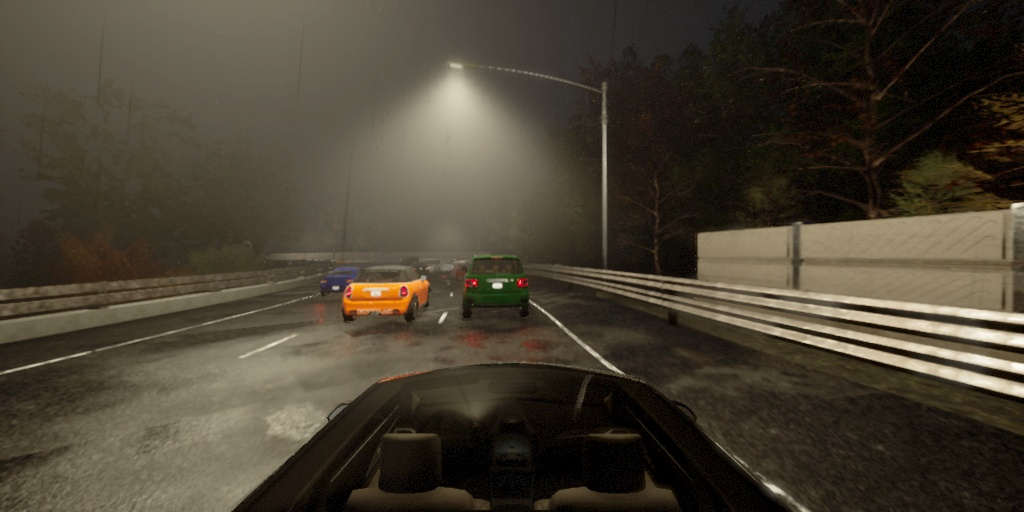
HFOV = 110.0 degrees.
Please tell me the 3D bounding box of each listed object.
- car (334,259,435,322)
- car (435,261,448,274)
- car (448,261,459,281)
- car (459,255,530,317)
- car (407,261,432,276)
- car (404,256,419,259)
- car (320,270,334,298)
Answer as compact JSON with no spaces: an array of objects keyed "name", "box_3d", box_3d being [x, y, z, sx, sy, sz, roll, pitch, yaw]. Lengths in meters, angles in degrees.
[{"name":"car","box_3d":[-4.159,1.121,12.595,2.097,1.767,4.553,0,0,-5]},{"name":"car","box_3d":[-8.010,1.316,42.849,1.812,1.442,4.674,0,0,-21]},{"name":"car","box_3d":[-4.065,1.250,30.582,1.882,1.535,5.008,0,0,-15]},{"name":"car","box_3d":[-0.700,0.978,13.414,2.150,2.045,5.566,0,0,-6]},{"name":"car","box_3d":[-10.160,1.345,38.929,2.033,1.411,5.357,0,0,-21]},{"name":"car","box_3d":[-17.348,1.052,61.243,2.150,2.045,5.566,0,0,-32]},{"name":"car","box_3d":[-8.558,1.313,18.904,1.812,1.442,4.674,0,0,-10]}]
